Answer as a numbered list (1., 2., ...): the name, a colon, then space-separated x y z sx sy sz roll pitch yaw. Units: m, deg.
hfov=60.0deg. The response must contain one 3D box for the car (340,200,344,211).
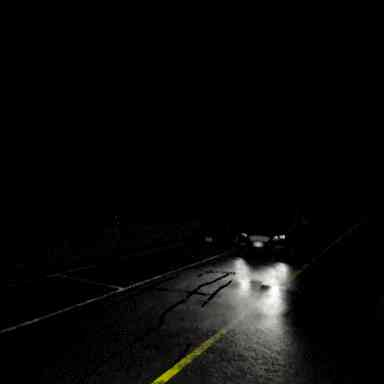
1. car: 16.446 1.442 38.843 1.967 1.590 4.097 0 0 32

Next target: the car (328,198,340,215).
1. car: 13.526 1.567 34.153 1.947 1.339 4.313 0 0 32

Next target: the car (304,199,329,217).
1. car: 10.605 1.583 29.463 1.802 1.307 4.206 0 0 32

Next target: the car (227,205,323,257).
1. car: 3.507 1.492 13.209 2.128 1.511 4.902 0 0 32

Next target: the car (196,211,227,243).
1. car: 1.844 1.566 15.392 1.947 1.339 4.313 0 0 32
